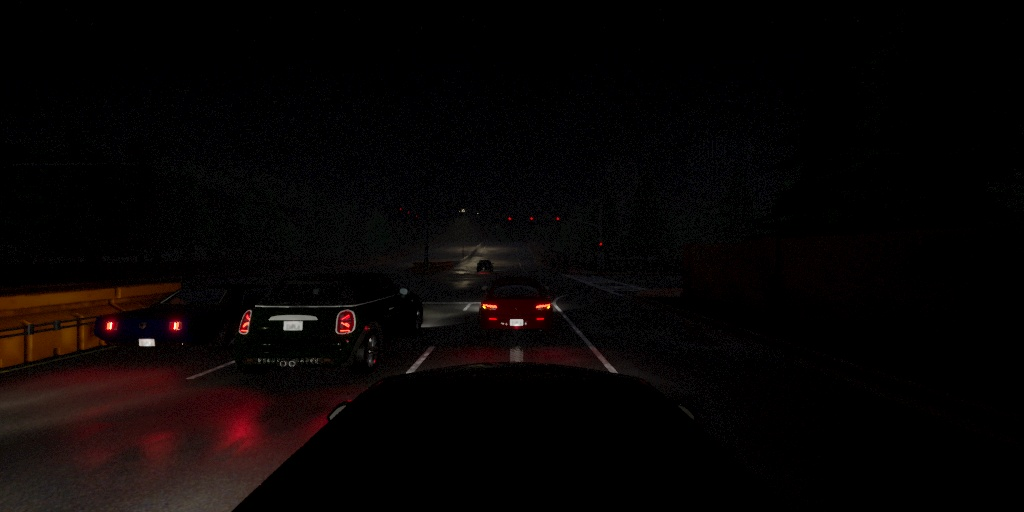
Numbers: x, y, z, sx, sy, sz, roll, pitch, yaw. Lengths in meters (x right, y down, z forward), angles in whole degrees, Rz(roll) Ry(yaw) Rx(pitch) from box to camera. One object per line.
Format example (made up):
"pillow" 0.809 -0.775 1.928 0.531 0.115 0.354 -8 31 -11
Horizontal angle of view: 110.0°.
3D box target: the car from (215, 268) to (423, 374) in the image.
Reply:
"car" -3.399 1.102 7.690 2.097 1.767 4.553 0 0 0

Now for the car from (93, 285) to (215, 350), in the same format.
"car" -6.900 1.351 9.004 1.895 1.301 4.718 0 0 0

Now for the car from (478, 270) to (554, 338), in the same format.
"car" 0.099 1.276 10.079 1.812 1.442 4.674 0 0 0

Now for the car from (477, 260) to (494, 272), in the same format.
"car" -3.403 1.255 45.489 1.837 1.490 4.892 0 0 0
